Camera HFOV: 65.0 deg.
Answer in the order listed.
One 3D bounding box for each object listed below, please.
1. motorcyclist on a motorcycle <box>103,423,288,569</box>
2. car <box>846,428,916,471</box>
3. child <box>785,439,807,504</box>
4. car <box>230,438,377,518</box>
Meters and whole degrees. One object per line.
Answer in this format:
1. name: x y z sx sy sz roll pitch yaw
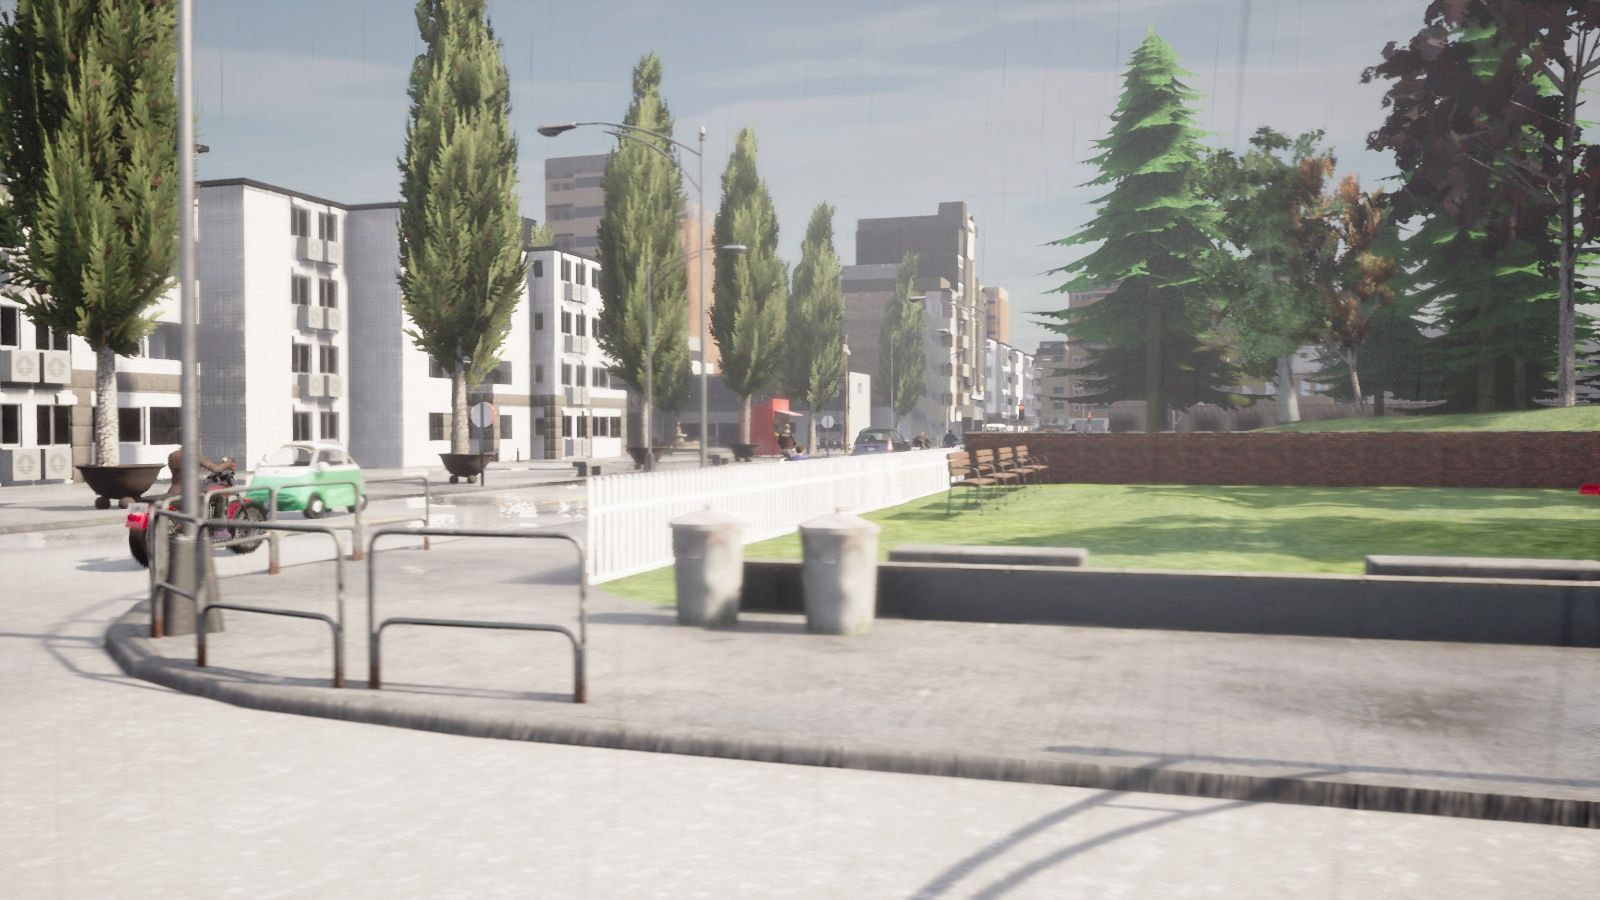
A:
1. motorcyclist on a motorcycle: -7.348 0.505 15.421 0.766 1.649 2.350 1 1 12
2. car: 3.243 -0.043 49.420 1.851 1.617 3.988 1 1 17
3. child: -0.085 0.423 24.912 0.270 1.263 0.437 1 1 26
4. car: -9.158 0.479 23.273 1.481 1.376 2.207 1 1 17
